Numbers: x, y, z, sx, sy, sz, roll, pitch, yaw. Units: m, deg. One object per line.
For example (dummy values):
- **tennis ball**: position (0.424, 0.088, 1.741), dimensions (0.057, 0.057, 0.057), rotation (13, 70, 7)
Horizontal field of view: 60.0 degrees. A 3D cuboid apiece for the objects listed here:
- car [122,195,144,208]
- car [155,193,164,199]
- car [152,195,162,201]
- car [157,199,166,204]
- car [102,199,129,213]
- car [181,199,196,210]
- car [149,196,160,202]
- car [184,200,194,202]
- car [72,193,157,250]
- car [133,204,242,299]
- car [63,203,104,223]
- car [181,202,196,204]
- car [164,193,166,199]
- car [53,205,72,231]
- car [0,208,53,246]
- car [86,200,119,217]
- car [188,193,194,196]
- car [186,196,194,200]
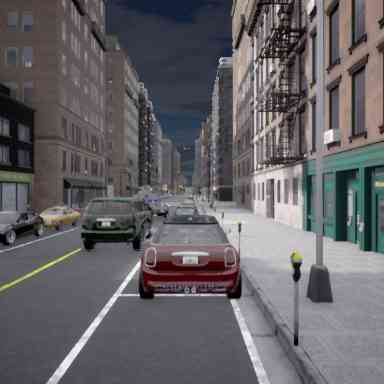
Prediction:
- **car**: position (-8.408, 1.302, 47.845), dimensions (2.192, 1.841, 5.009), rotation (0, 0, 0)
- **car**: position (-5.772, 1.193, 48.086), dimensions (2.150, 2.045, 5.566), rotation (0, 0, 0)
- **car**: position (-8.408, 1.510, 79.763), dimensions (1.887, 1.381, 4.507), rotation (0, 0, 0)
- **car**: position (-3.019, 1.599, 29.483), dimensions (1.895, 1.301, 4.718), rotation (0, 0, 0)
- **car**: position (-8.408, 1.545, 37.020), dimensions (2.008, 1.369, 4.403), rotation (0, 0, 0)
- **car**: position (-0.383, 1.572, 42.423), dimensions (1.802, 1.307, 4.206), rotation (0, 0, 0)
- **car**: position (-8.408, 1.521, 74.308), dimensions (2.008, 1.369, 4.403), rotation (0, 0, 0)
- **car**: position (-0.383, 1.565, 26.185), dimensions (1.947, 1.339, 4.313), rotation (0, 0, 0)
- **car**: position (-3.019, 1.216, 14.401), dimensions (2.150, 2.045, 5.566), rotation (0, 0, 0)
- **car**: position (-0.033, 1.352, 8.620), dimensions (2.097, 1.767, 4.553), rotation (0, 0, 0)
- **car**: position (-8.408, 1.581, 26.194), dimensions (1.802, 1.307, 4.206), rotation (0, 0, 0)
- **car**: position (-0.383, 1.565, 20.772), dimensions (1.947, 1.339, 4.313), rotation (0, 0, 0)
- **car**: position (-8.408, 1.486, 85.047), dimensions (1.752, 1.417, 4.829), rotation (0, 0, 0)
- **car**: position (-8.408, 1.525, 20.611), dimensions (1.752, 1.417, 4.829), rotation (0, 0, 0)
- **car**: position (-8.408, 1.566, 15.368), dimensions (1.947, 1.339, 4.313), rotation (0, 0, 0)
- **car**: position (-8.408, 1.548, 31.607), dimensions (2.008, 1.369, 4.403), rotation (0, 0, 0)
- **car**: position (-0.382, 1.395, 90.663), dimensions (1.967, 1.590, 4.097), rotation (0, 0, 0)
- **car**: position (-0.383, 1.519, 37.181), dimensions (1.752, 1.417, 4.829), rotation (0, 0, 0)
